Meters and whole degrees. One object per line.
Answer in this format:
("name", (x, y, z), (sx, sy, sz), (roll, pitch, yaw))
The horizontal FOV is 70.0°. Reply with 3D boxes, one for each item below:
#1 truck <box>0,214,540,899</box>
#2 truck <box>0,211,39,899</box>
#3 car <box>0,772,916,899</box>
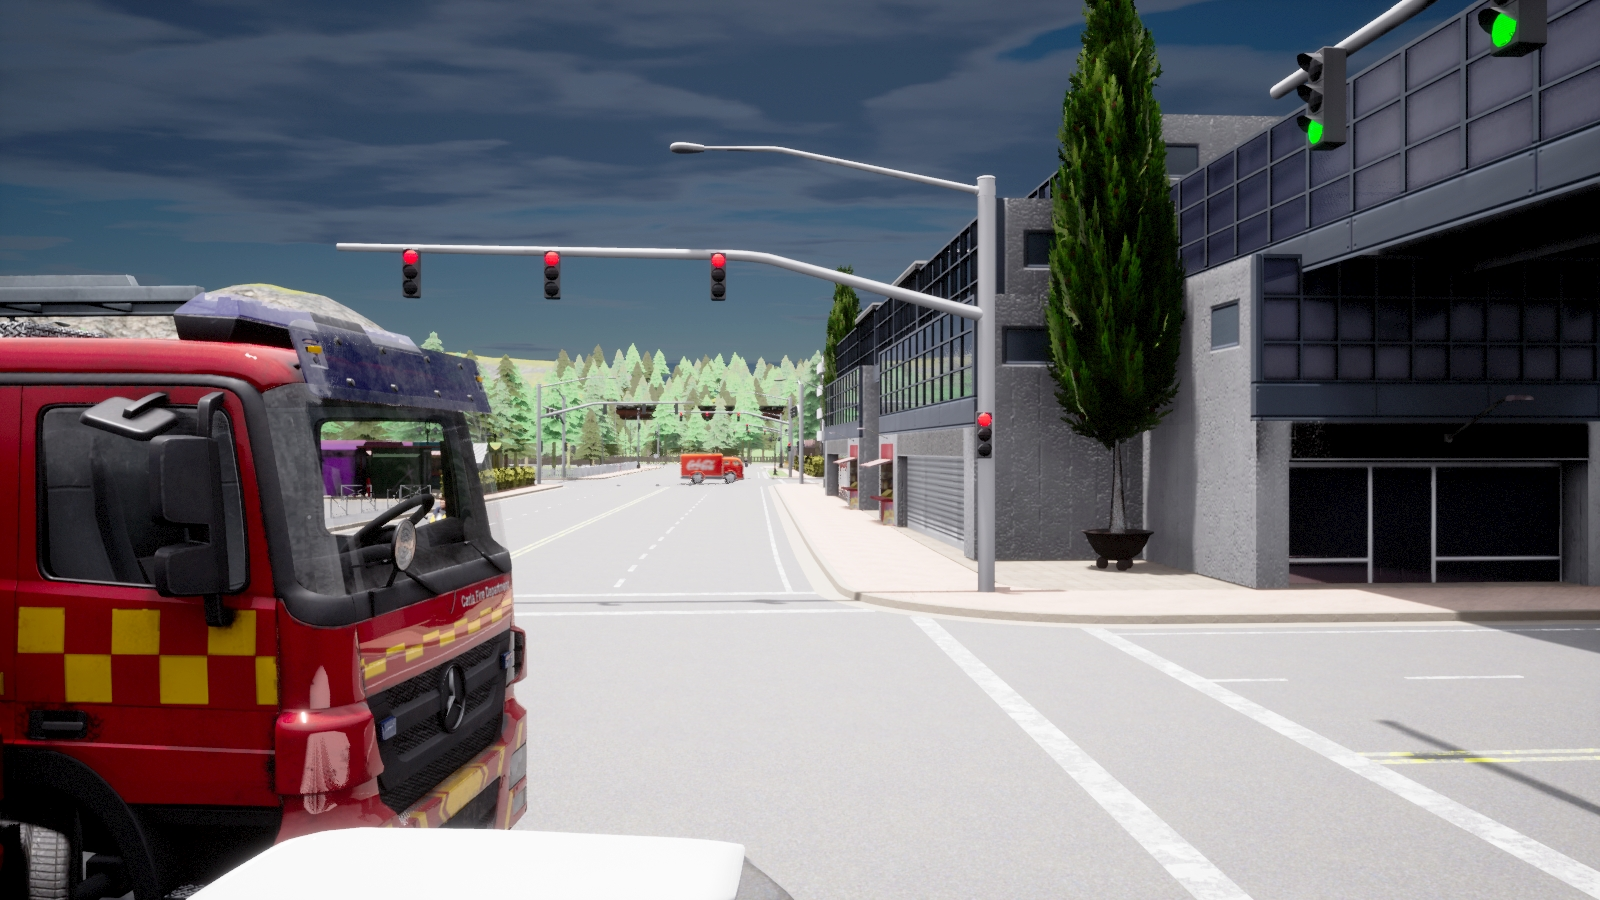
("truck", (-6.102, 0.890, 6.659), (8.468, 3.827, 2.891), (0, 0, 4))
("truck", (-7.587, 0.890, 3.490), (8.468, 3.827, 2.891), (0, 0, -3))
("car", (-1.549, 2.065, 3.579), (3.806, 1.475, 1.970), (0, 0, 5))
